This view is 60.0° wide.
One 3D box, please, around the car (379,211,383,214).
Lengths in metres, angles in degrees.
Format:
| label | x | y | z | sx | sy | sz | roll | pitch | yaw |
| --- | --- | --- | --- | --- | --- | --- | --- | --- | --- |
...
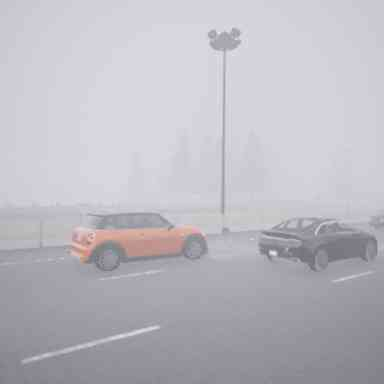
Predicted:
| label | x | y | z | sx | sy | sz | roll | pitch | yaw |
| --- | --- | --- | --- | --- | --- | --- | --- | --- | --- |
| car | 14.029 | 1.867 | 22.466 | 5.357 | 1.411 | 2.033 | 1 | -1 | -36 |

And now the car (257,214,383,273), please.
| label | x | y | z | sx | sy | sz | roll | pitch | yaw |
| --- | --- | --- | --- | --- | --- | --- | --- | --- | --- |
| car | 4.349 | 1.611 | 11.191 | 4.902 | 1.511 | 2.128 | 1 | -1 | -36 |

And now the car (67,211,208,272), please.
| label | x | y | z | sx | sy | sz | roll | pitch | yaw |
| --- | --- | --- | --- | --- | --- | --- | --- | --- | --- |
| car | -1.652 | 1.409 | 11.185 | 4.553 | 1.767 | 2.097 | 1 | 0 | -36 |
